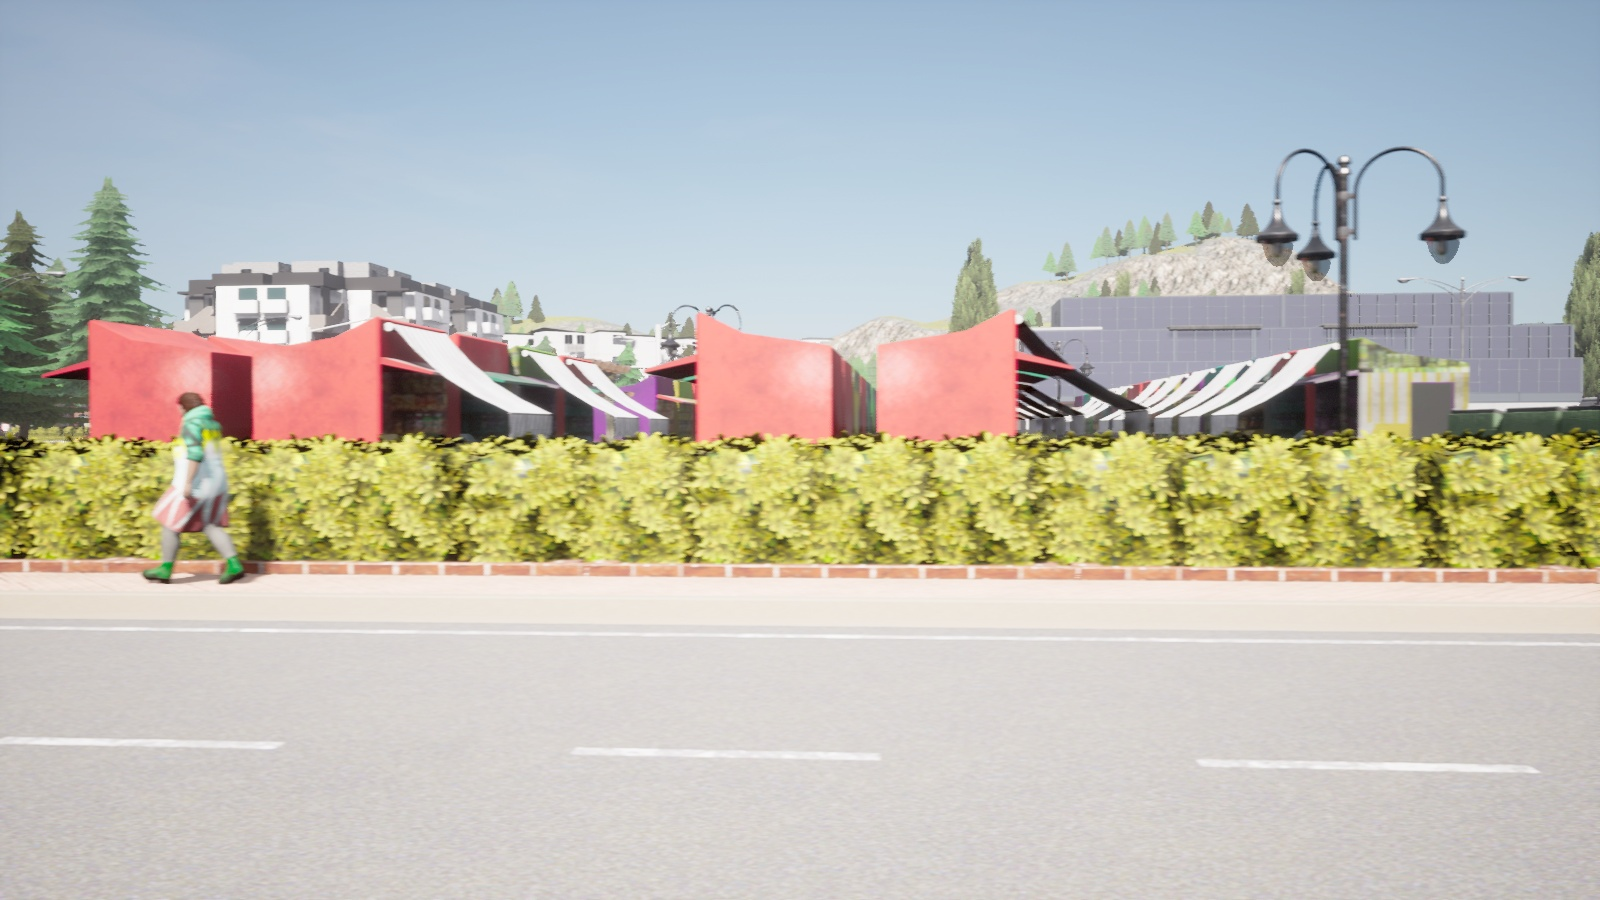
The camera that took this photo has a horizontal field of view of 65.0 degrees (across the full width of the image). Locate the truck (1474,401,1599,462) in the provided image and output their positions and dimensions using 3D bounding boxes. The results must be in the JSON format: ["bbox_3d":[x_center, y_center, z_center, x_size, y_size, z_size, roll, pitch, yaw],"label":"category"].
[{"bbox_3d":[43.979,-1.105,73.002,7.936,3.462,2.891,0,1,7],"label":"truck"}]

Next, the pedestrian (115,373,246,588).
[{"bbox_3d":[-5.775,0.270,11.741,0.873,1.952,0.659,0,1,6],"label":"pedestrian"}]
